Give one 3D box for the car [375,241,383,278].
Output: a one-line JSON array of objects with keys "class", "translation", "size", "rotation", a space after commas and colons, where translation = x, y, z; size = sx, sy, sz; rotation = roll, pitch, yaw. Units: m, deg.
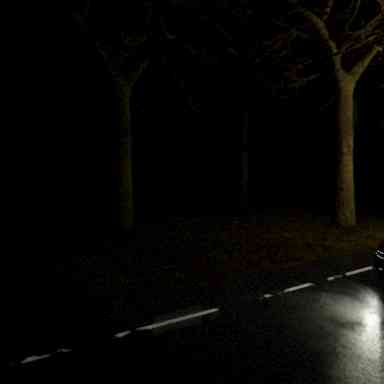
[{"class": "car", "translation": [6.790, 1.451, 8.835], "size": [5.008, 1.535, 1.882], "rotation": [0, 0, -35]}]
